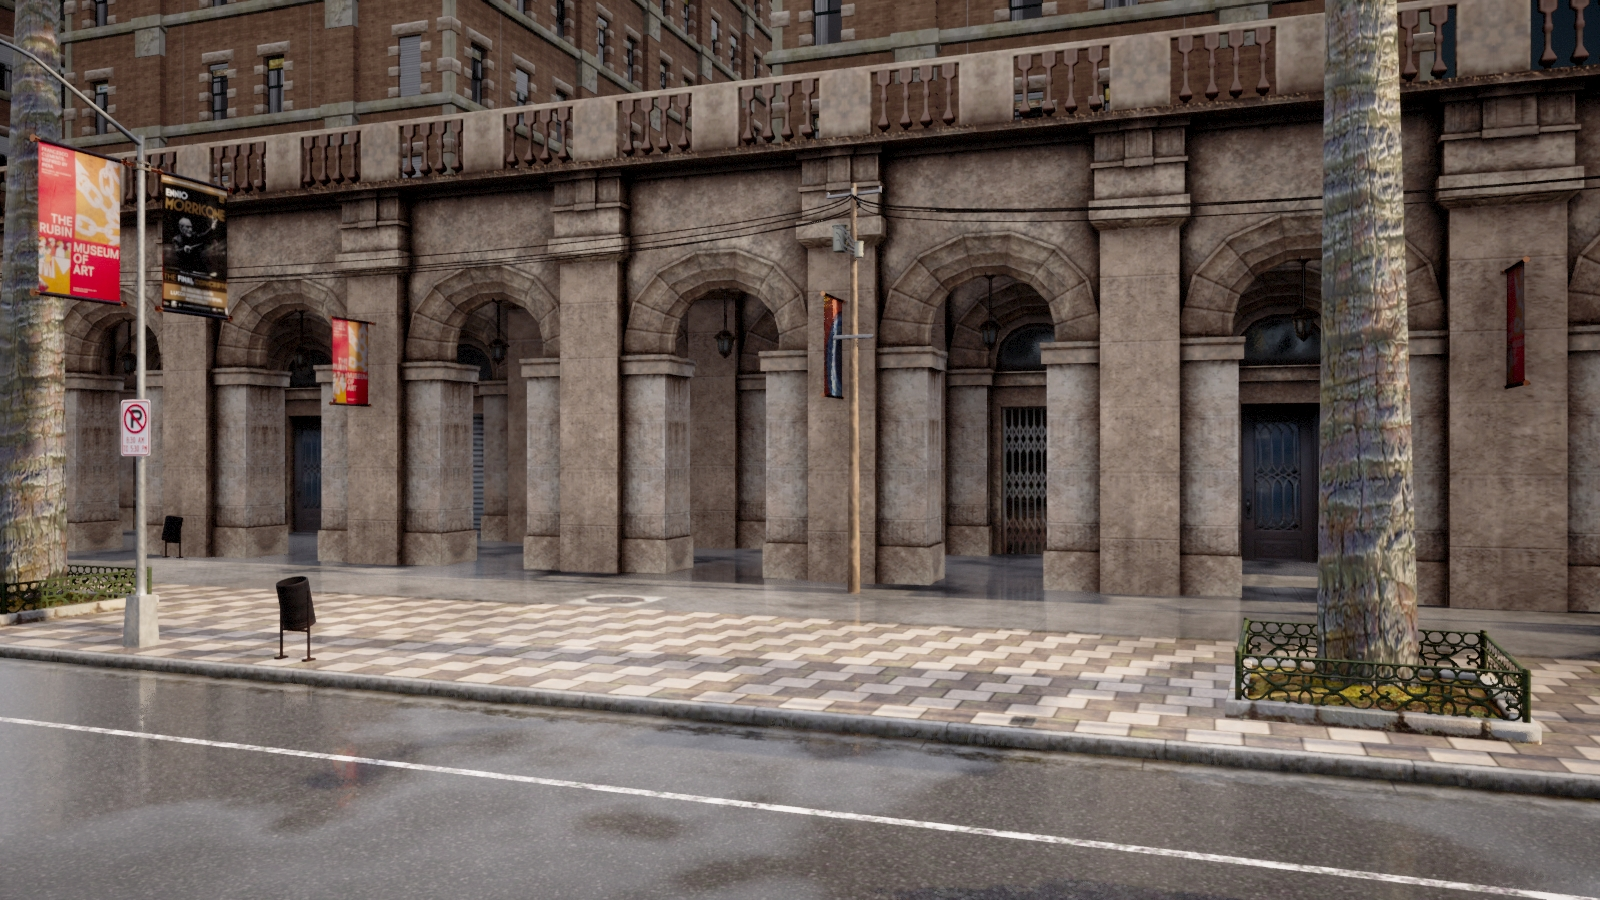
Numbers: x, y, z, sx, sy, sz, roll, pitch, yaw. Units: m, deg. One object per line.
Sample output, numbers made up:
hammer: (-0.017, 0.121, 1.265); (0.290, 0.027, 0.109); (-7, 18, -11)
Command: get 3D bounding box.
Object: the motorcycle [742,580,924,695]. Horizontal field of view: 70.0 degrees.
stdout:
motorcycle: (0.395, 2.215, 13.714); (2.033, 1.145, 0.803); (0, 0, 20)
